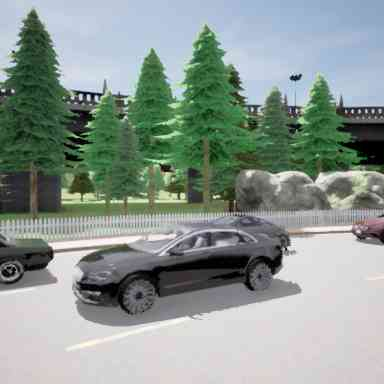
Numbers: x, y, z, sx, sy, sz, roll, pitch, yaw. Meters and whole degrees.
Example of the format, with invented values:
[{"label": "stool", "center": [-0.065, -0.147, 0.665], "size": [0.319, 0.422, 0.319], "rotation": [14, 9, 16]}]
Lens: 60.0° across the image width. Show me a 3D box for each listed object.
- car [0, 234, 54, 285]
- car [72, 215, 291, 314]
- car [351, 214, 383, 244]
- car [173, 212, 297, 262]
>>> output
[{"label": "car", "center": [-6.020, 1.601, 8.095], "size": [4.718, 1.301, 1.895], "rotation": [0, 0, -32]}, {"label": "car", "center": [-0.119, 1.491, 7.581], "size": [4.902, 1.511, 2.128], "rotation": [0, 0, -29]}, {"label": "car", "center": [9.748, 1.525, 15.294], "size": [4.674, 1.442, 1.812], "rotation": [0, 0, -10]}, {"label": "car", "center": [1.611, 1.564, 12.445], "size": [4.181, 1.385, 1.994], "rotation": [0, 0, -25]}]
